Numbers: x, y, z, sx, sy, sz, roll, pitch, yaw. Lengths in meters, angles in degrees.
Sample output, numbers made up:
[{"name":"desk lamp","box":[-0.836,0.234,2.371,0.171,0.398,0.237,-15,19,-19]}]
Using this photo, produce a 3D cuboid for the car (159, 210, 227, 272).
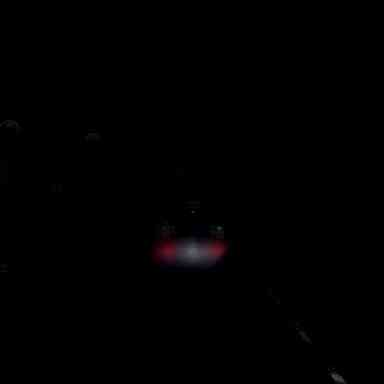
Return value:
[{"name":"car","box":[0.037,1.533,10.675,2.033,1.411,5.357,0,0,0]}]

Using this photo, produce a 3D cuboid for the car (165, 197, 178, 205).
[{"name":"car","box":[-3.475,1.493,56.220,1.895,1.301,4.718,0,0,1]}]

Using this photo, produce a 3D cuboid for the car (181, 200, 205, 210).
[{"name":"car","box":[0.088,1.431,28.976,1.882,1.535,5.008,0,0,0]}]
